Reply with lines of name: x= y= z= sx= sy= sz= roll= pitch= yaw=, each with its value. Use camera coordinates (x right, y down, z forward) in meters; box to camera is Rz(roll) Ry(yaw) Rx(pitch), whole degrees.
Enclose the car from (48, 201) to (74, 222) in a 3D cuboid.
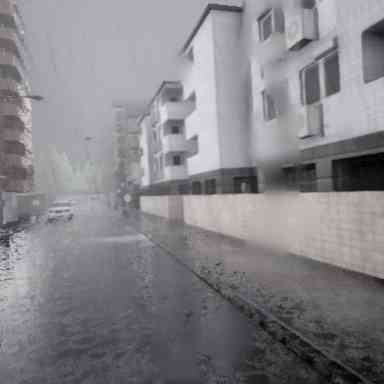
car: x=-14.038 y=1.982 z=35.773 sx=2.150 sy=2.045 sz=5.566 roll=-3 pitch=0 yaw=-16
